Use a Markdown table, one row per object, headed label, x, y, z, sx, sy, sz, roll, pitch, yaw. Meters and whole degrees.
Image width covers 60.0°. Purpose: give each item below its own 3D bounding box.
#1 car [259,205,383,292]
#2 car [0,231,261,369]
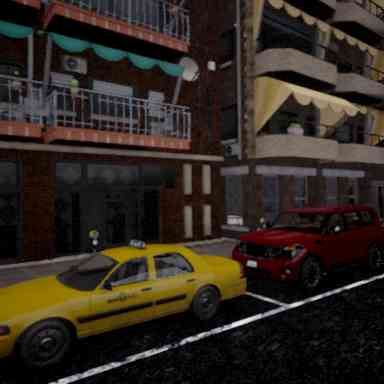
| label | x | y | z | sx | sy | sz | roll | pitch | yaw |
| --- | --- | --- | --- | --- | --- | --- | --- | --- | --- |
| car | 3.402 | 1.318 | 9.134 | 5.009 | 1.841 | 2.192 | 0 | -1 | -36 |
| car | -1.175 | 1.552 | 5.746 | 4.829 | 1.417 | 1.752 | 0 | -1 | -36 |
